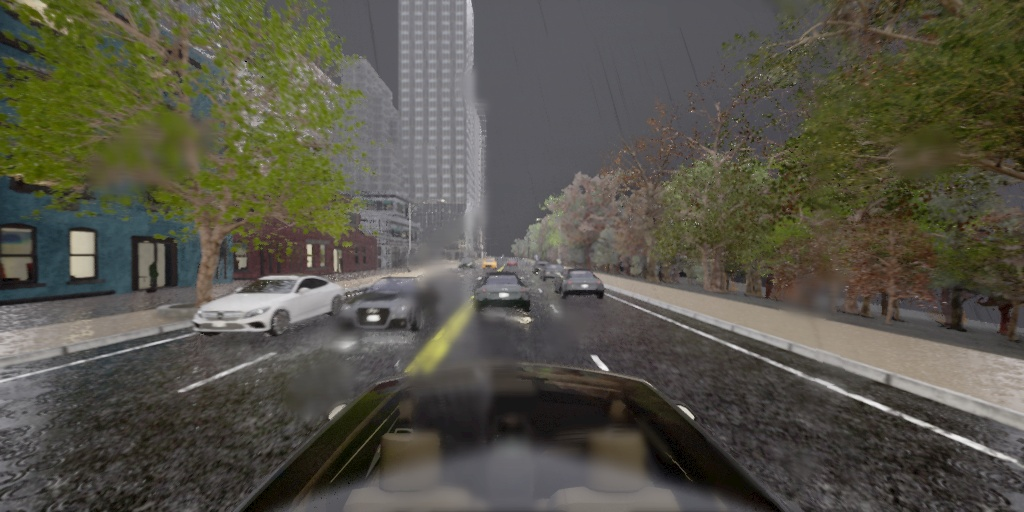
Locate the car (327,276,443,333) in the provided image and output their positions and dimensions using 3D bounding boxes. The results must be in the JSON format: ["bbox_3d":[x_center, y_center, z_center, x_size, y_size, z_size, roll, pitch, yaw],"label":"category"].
[{"bbox_3d":[-3.347,1.307,10.637,1.994,1.385,4.181,0,0,0],"label":"car"}]

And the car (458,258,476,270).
[{"bbox_3d":[-6.556,1.058,52.616,2.097,1.767,4.553,0,0,0],"label":"car"}]

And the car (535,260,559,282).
[{"bbox_3d":[3.251,1.275,29.010,2.033,1.411,5.357,0,0,0],"label":"car"}]

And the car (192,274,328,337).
[{"bbox_3d":[-6.598,1.269,10.410,1.812,1.442,4.674,0,0,0],"label":"car"}]

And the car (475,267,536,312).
[{"bbox_3d":[-0.408,1.304,14.229,1.994,1.385,4.181,0,0,-4],"label":"car"}]

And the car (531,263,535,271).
[{"bbox_3d":[3.252,1.223,40.011,1.837,1.490,4.892,0,0,0],"label":"car"}]

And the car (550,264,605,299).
[{"bbox_3d":[3.251,1.300,18.010,1.994,1.385,4.181,0,0,0],"label":"car"}]

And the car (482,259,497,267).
[{"bbox_3d":[-3.307,1.183,52.915,1.882,1.535,5.008,0,0,0],"label":"car"}]
